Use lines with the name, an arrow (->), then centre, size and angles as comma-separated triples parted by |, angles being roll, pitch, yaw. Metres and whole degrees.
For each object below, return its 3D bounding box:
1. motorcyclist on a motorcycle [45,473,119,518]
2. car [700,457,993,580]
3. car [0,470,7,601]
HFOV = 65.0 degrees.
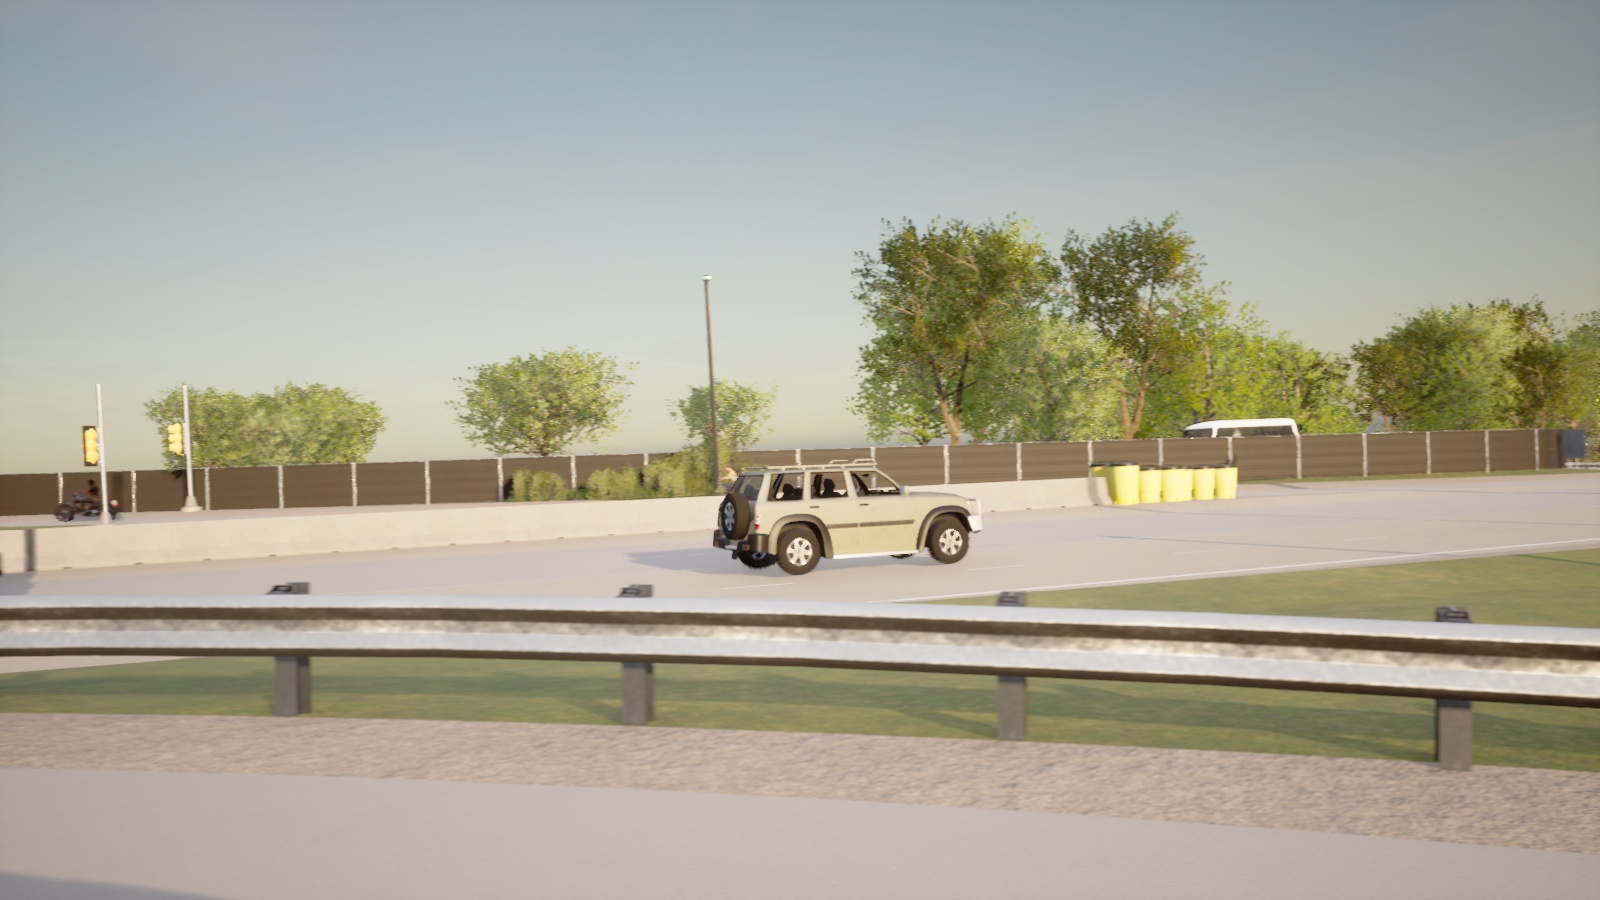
motorcyclist on a motorcycle -> -27.043, 1.712, 47.328 | 2.350, 1.649, 0.766 | -1, 0, 2
car -> 0.811, 1.103, 21.623 | 4.605, 1.855, 1.932 | -1, -1, -25
car -> -14.907, 1.378, 18.156 | 5.566, 2.045, 2.150 | -1, -1, -25
